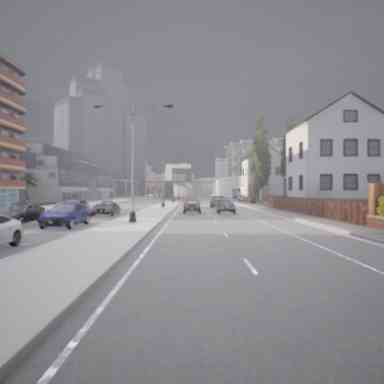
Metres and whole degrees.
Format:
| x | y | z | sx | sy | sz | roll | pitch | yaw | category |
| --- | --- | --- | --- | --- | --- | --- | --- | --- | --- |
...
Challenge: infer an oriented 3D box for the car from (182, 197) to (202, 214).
| x | y | z | sx | sy | sz | roll | pitch | yaw | category |
| --- | --- | --- | --- | --- | --- | --- | --- | --- | --- |
| 0.000 | 1.507 | 35.333 | 1.812 | 1.442 | 4.674 | 0 | 0 | 0 | car |

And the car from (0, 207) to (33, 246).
| x | y | z | sx | sy | sz | roll | pitch | yaw | category |
| --- | --- | --- | --- | --- | --- | --- | --- | --- | --- |
| -8.091 | 1.519 | 12.447 | 1.812 | 1.442 | 4.674 | 0 | 0 | 0 | car |

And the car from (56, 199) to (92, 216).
| x | y | z | sx | sy | sz | roll | pitch | yaw | category |
| --- | --- | --- | --- | --- | --- | --- | --- | --- | --- |
| -11.553 | 1.488 | 32.916 | 1.837 | 1.490 | 4.892 | 0 | 0 | 0 | car |

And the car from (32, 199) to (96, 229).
| x | y | z | sx | sy | sz | roll | pitch | yaw | category |
| --- | --- | --- | --- | --- | --- | --- | --- | --- | --- |
| -8.086 | 1.466 | 21.544 | 1.882 | 1.535 | 5.008 | 0 | 0 | 0 | car |

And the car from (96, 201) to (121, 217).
| x | y | z | sx | sy | sz | roll | pitch | yaw | category |
| --- | --- | --- | --- | --- | --- | --- | --- | --- | --- |
| -8.048 | 1.547 | 31.442 | 1.994 | 1.385 | 4.181 | 0 | 0 | 1 | car |

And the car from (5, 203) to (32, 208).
| x | y | z | sx | sy | sz | roll | pitch | yaw | category |
| --- | --- | --- | --- | --- | --- | --- | --- | --- | --- |
| -11.580 | 1.479 | 22.404 | 2.128 | 1.511 | 4.902 | 0 | 0 | 0 | car |

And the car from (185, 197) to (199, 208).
| x | y | z | sx | sy | sz | roll | pitch | yaw | category |
| --- | --- | --- | --- | --- | --- | --- | --- | --- | --- |
| 0.018 | 1.500 | 47.446 | 1.812 | 1.442 | 4.674 | 0 | 0 | 0 | car |

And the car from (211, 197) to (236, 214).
| x | y | z | sx | sy | sz | roll | pitch | yaw | category |
| --- | --- | --- | --- | --- | --- | --- | --- | --- | --- |
| 3.500 | 1.529 | 34.917 | 2.033 | 1.411 | 5.357 | 0 | 0 | 0 | car |
